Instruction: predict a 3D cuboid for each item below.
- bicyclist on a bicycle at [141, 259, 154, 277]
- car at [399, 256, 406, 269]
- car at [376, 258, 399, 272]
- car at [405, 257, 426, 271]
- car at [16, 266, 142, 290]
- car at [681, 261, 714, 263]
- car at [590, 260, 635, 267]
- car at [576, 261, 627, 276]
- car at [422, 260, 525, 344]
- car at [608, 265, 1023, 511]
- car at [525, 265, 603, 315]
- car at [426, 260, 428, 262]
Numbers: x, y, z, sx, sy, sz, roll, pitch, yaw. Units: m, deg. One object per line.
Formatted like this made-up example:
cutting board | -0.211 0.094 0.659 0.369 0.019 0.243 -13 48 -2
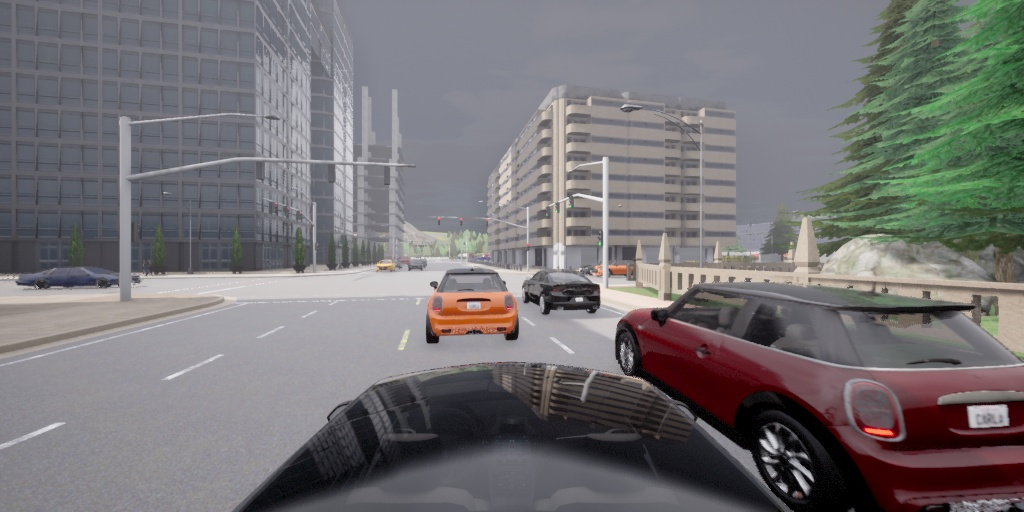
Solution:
bicyclist on a bicycle | -33.998 1.106 33.445 0.582 1.620 1.656 0 0 -12
car | -17.964 1.240 54.964 2.128 1.511 4.902 0 0 -12
car | -15.890 1.227 45.227 1.882 1.535 5.008 0 0 -12
car | -13.083 1.255 48.868 1.837 1.490 4.892 0 0 -12
car | -27.186 1.353 22.673 5.357 1.411 2.033 0 0 -12
car | 20.174 1.331 36.863 4.674 1.442 1.812 0 0 -12
car | 10.030 1.157 34.642 4.553 1.767 2.097 0 0 -12
car | 9.480 1.297 38.108 4.902 1.511 2.128 0 0 -12
car | -1.181 1.102 9.912 2.097 1.767 4.553 0 0 -10
car | 3.022 1.103 4.545 2.097 1.767 4.553 0 0 -6
car | 1.686 1.228 13.773 1.882 1.535 5.008 0 0 -10
car | -15.098 1.314 58.329 1.994 1.385 4.181 0 0 -12
